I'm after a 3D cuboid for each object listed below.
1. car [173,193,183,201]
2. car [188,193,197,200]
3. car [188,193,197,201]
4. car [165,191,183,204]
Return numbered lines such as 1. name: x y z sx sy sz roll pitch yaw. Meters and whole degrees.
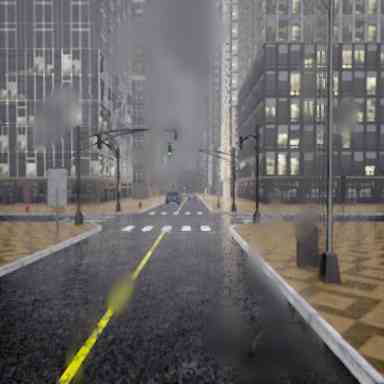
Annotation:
1. car: -2.974 1.037 69.419 1.882 1.535 5.008 0 0 0
2. car: 0.031 1.032 79.781 2.033 1.411 5.357 0 0 0
3. car: 0.026 1.087 69.364 2.128 1.511 4.902 0 0 0
4. car: -3.039 0.877 53.159 2.150 2.045 5.566 0 0 1
